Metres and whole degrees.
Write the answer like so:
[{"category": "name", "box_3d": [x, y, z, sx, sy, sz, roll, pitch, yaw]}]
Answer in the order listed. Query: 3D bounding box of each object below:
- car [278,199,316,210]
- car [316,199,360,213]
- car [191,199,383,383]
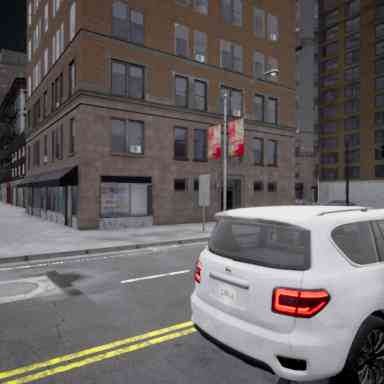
[{"category": "car", "box_3d": [13.665, 1.574, 43.341, 2.008, 1.369, 4.403, 0, 0, -35]}, {"category": "car", "box_3d": [16.917, 1.589, 38.706, 1.947, 1.339, 4.313, 0, 0, -35]}, {"category": "car", "box_3d": [2.598, 1.221, 5.282, 5.566, 2.045, 2.150, 0, 0, -35]}]
